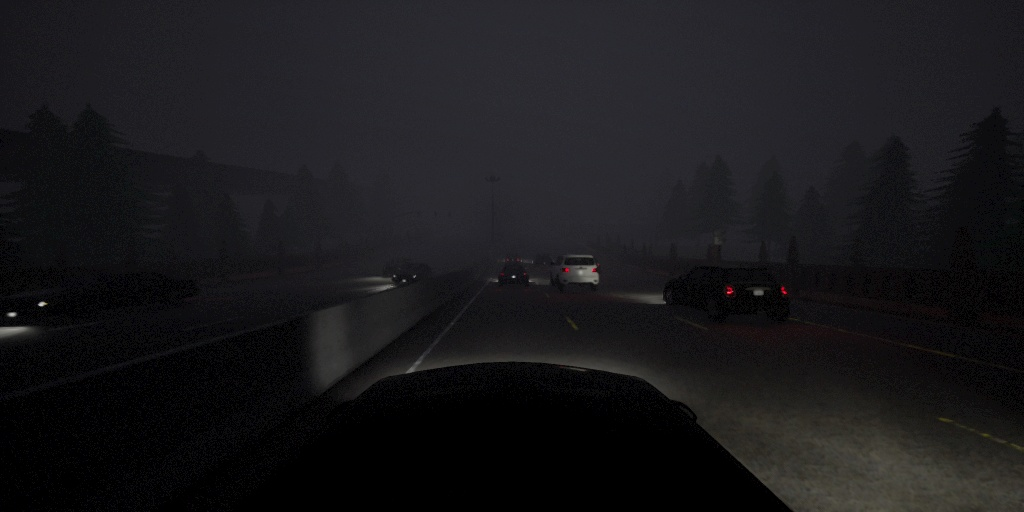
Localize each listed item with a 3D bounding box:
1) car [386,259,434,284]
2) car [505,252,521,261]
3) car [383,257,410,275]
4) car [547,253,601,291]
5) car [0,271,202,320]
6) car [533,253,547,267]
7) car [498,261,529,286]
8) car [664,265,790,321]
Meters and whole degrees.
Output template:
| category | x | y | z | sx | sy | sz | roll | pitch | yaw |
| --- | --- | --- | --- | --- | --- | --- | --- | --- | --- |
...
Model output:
| category | x | y | z | sx | sy | sz | roll | pitch | yaw |
| --- | --- | --- | --- | --- | --- | --- | --- | --- | --- |
| car | -7.061 | 1.193 | 26.182 | 2.033 | 1.411 | 5.357 | 0 | 1 | 0 |
| car | 0.086 | 0.278 | 43.223 | 2.033 | 1.411 | 5.357 | 0 | 5 | 0 |
| car | -10.498 | 0.887 | 33.598 | 1.882 | 1.535 | 5.008 | 0 | 3 | 0 |
| car | 3.601 | 0.912 | 21.415 | 2.150 | 2.045 | 5.566 | 0 | 0 | 0 |
| car | -14.079 | 1.265 | 12.757 | 2.033 | 1.411 | 5.357 | 0 | 0 | 0 |
| car | 3.588 | 0.342 | 42.034 | 1.837 | 1.490 | 4.892 | 0 | 5 | 0 |
| car | 0.101 | 1.240 | 24.134 | 1.994 | 1.385 | 4.181 | 0 | 0 | 0 |
| car | 7.101 | 1.071 | 12.448 | 2.097 | 1.767 | 4.553 | 0 | 0 | 0 |
